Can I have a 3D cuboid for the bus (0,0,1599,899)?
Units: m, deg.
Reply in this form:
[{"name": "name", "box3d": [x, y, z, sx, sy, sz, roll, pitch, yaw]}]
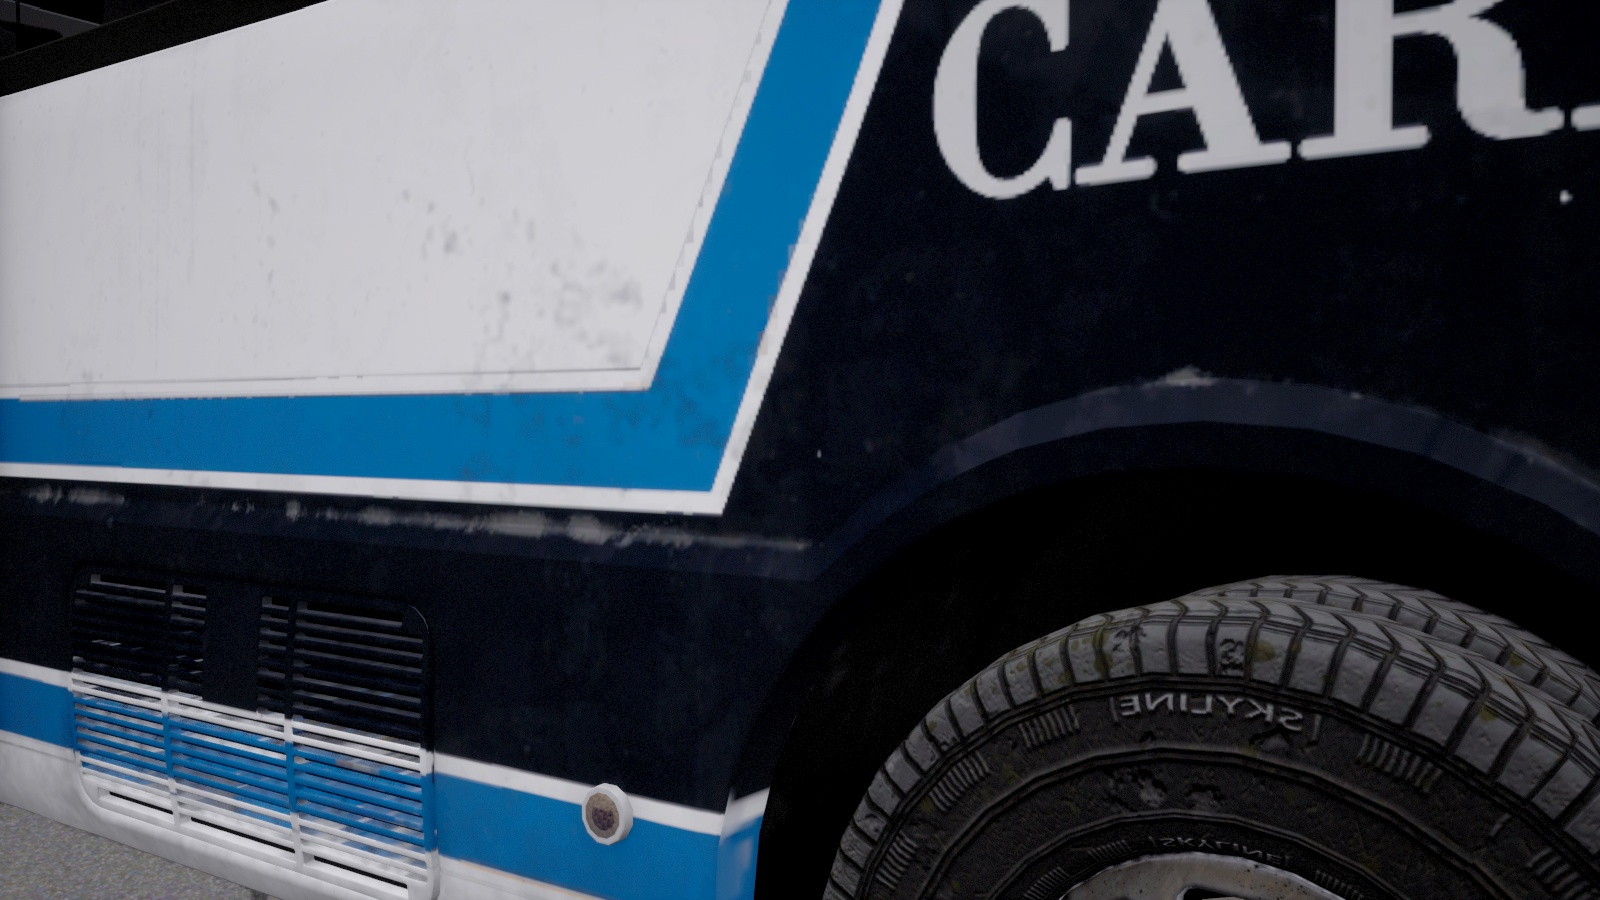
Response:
[{"name": "bus", "box3d": [-0.868, -0.689, 4.212, 10.273, 4.253, 3.944, 0, 1, 33]}]
